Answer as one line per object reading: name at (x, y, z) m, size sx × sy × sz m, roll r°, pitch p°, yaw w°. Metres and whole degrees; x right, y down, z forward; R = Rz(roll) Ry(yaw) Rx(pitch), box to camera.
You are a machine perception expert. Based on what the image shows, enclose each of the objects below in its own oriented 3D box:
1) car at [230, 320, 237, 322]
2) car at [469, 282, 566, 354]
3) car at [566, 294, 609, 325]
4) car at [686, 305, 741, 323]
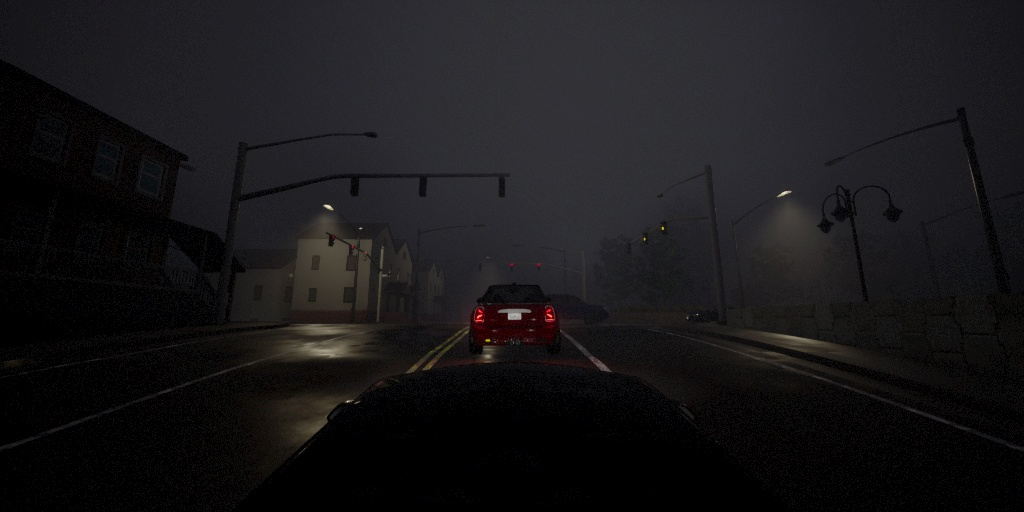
car at (-19.892, 5.157, 24.902) m, size 5.008 × 1.535 × 1.882 m, roll -8°, pitch -10°, yaw 0°
car at (0.059, 1.566, 10.071) m, size 2.097 × 1.767 × 4.553 m, roll -1°, pitch -6°, yaw 0°
car at (3.811, 3.712, 24.881) m, size 5.566 × 2.045 × 2.150 m, roll 0°, pitch -10°, yaw 1°
car at (16.302, 4.628, 28.304) m, size 4.902 × 1.511 × 2.128 m, roll 0°, pitch -10°, yaw 1°
